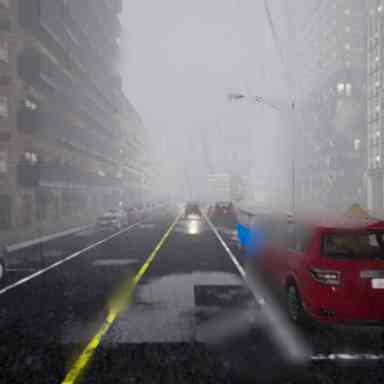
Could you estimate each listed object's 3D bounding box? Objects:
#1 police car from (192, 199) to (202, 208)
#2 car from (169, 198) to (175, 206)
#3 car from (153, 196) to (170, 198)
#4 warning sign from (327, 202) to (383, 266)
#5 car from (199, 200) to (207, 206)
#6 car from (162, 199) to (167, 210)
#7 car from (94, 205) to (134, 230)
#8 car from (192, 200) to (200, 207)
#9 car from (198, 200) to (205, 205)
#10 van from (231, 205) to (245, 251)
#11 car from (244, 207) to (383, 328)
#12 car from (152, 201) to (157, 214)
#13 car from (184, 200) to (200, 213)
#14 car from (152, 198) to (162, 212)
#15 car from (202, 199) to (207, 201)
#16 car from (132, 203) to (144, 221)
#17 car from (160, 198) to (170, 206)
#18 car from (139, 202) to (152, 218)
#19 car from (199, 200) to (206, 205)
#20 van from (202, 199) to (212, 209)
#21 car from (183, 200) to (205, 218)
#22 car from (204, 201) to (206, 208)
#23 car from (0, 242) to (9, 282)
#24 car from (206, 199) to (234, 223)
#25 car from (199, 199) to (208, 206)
[{"bbox_3d":[0.919,2.315,65.465,1.930,1.638,5.238,0,-1,0],"label":"police car"},{"bbox_3d":[-5.673,2.632,78.937,1.887,1.381,4.507,0,-1,0],"label":"car"},{"bbox_3d":[-7.367,2.077,80.712,2.045,2.150,5.566,16,3,29],"label":"car"},{"bbox_3d":[5.074,1.249,10.356,1.300,1.860,1.060,0,0,0],"label":"warning sign"},{"bbox_3d":[2.709,2.696,84.630,1.752,1.417,4.829,0,-1,0],"label":"car"},{"bbox_3d":[-5.678,2.290,56.663,1.752,1.417,4.829,0,-1,0],"label":"car"},{"bbox_3d":[-5.688,1.862,23.675,2.008,1.369,4.403,0,-1,0],"label":"car"},{"bbox_3d":[0.921,2.539,75.353,1.837,1.490,4.892,0,-1,0],"label":"car"},{"bbox_3d":[2.712,2.915,95.511,1.802,1.307,4.206,0,-1,0],"label":"car"},{"bbox_3d":[2.688,1.505,12.623,1.690,1.788,3.998,0,-1,0],"label":"van"},{"bbox_3d":[2.687,1.407,7.098,2.192,1.841,5.009,0,-1,0],"label":"car"},{"bbox_3d":[-5.683,2.119,40.254,1.802,1.307,4.206,0,-1,0],"label":"car"},{"bbox_3d":[0.024,1.986,47.375,2.097,1.767,4.553,0,-1,0],"label":"car"},{"bbox_3d":[-5.683,2.053,45.782,1.967,1.590,4.097,0,-1,0],"label":"car"},{"bbox_3d":[2.702,2.294,57.000,1.752,1.417,4.829,0,-1,0],"label":"car"},{"bbox_3d":[-5.686,1.931,29.201,1.887,1.381,4.507,0,-1,0],"label":"car"},{"bbox_3d":[-5.677,2.390,62.358,1.887,1.381,4.507,0,-1,0],"label":"car"},{"bbox_3d":[-5.686,1.902,34.729,1.967,1.590,4.097,0,-1,0],"label":"car"},{"bbox_3d":[2.711,2.832,89.986,1.802,1.307,4.206,0,-1,0],"label":"car"},{"bbox_3d":[2.702,2.186,62.358,1.690,1.788,3.998,0,-1,0],"label":"van"},{"bbox_3d":[0.113,1.986,36.200,1.837,1.490,4.892,0,-1,0],"label":"car"},{"bbox_3d":[2.697,2.081,40.252,1.887,1.381,4.507,0,-1,0],"label":"car"},{"bbox_3d":[-5.692,1.644,7.097,2.008,1.369,4.403,0,-1,0],"label":"car"},{"bbox_3d":[2.693,1.700,29.202,2.192,1.841,5.009,0,-1,0],"label":"car"},{"bbox_3d":[2.707,2.527,78.935,1.967,1.590,4.097,0,-1,0],"label":"car"}]
